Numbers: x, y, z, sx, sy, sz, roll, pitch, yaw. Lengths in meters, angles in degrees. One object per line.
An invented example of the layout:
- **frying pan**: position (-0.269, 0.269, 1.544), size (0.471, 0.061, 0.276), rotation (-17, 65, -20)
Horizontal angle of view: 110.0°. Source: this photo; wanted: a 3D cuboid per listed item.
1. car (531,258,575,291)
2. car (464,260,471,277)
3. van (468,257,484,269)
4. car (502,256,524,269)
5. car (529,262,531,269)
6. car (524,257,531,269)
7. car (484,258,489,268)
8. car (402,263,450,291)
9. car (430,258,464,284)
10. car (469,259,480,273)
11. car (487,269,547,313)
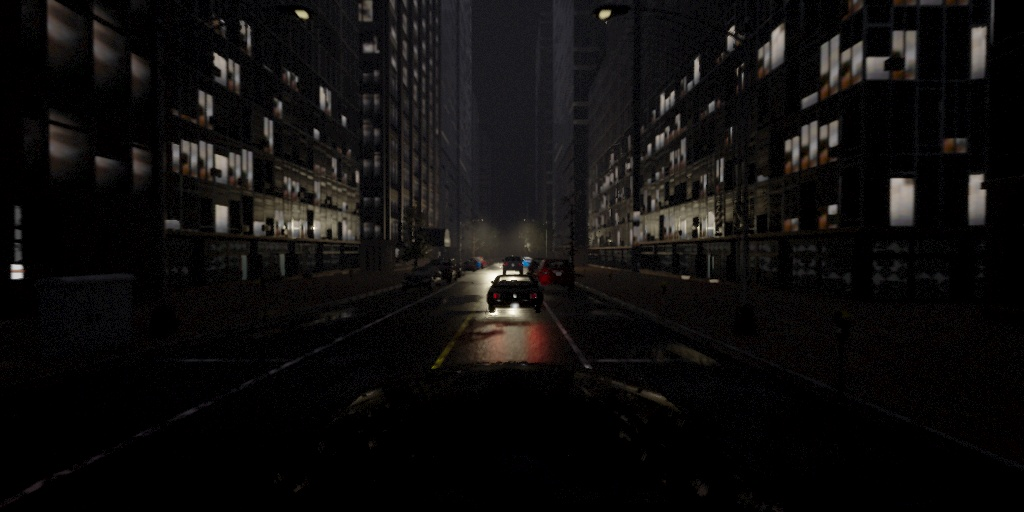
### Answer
- **car**: position (2.535, 1.065, 21.737), size (2.192, 1.841, 5.009), rotation (0, 0, 0)
- **car**: position (-5.311, 1.304, 33.006), size (2.007, 1.370, 4.403), rotation (0, 0, 0)
- **van**: position (-5.308, 1.101, 49.951), size (1.690, 1.789, 3.998), rotation (0, 0, 0)
- **car**: position (0.107, 0.977, 39.570), size (2.150, 2.045, 5.566), rotation (0, 0, 0)
- **car**: position (2.536, 1.334, 27.385), size (1.802, 1.307, 4.207), rotation (0, 0, 0)
- **car**: position (2.537, 1.068, 33.034), size (2.192, 1.841, 5.009), rotation (0, 0, 0)
- **car**: position (-5.308, 1.078, 55.600), size (2.192, 1.841, 5.009), rotation (0, 0, 0)
- **car**: position (-5.313, 1.301, 21.709), size (2.007, 1.370, 4.403), rotation (0, 0, 0)
- **car**: position (-5.312, 1.066, 27.357), size (2.192, 1.841, 5.009), rotation (0, 0, 0)
- **car**: position (-5.309, 1.340, 44.303), size (1.802, 1.307, 4.207), rotation (0, 0, 0)
- **car**: position (0.102, 1.350, 14.025), size (1.895, 1.301, 4.718), rotation (0, 0, 0)
